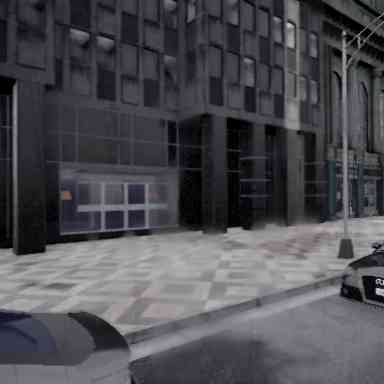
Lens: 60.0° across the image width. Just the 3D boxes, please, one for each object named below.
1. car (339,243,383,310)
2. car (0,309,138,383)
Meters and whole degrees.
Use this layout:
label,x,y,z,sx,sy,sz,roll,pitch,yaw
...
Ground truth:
label,x,y,z,sx,sy,sz,roll,pitch,yaw
car,4.980,1.587,7.034,4.181,1.385,1.994,0,-1,-37
car,-2.580,1.527,1.497,4.902,1.511,2.128,0,-1,-37
